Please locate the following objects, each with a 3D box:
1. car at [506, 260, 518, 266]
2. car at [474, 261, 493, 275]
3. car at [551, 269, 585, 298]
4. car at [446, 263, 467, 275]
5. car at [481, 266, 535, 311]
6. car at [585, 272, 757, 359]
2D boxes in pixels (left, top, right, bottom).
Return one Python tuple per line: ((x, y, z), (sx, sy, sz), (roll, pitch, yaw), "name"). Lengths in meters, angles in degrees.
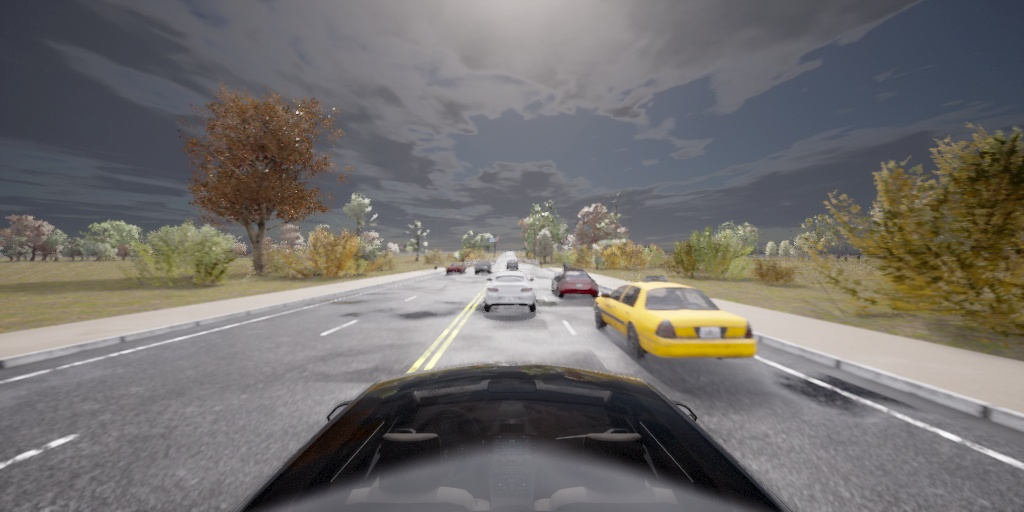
((0.062, 1.422, 56.785), (2.128, 1.511, 4.902), (0, 0, 0), "car")
((-3.294, 1.393, 41.792), (1.837, 1.490, 4.892), (0, -1, 0), "car")
((3.239, 1.379, 19.245), (1.994, 1.385, 4.181), (0, 0, 0), "car")
((-6.538, 1.488, 42.303), (1.895, 1.301, 4.718), (0, 0, 0), "car")
((-0.067, 1.324, 14.616), (1.812, 1.442, 4.674), (0, 0, 0), "car")
((3.246, 1.233, 8.435), (1.801, 1.575, 5.366), (0, 0, 0), "car")
